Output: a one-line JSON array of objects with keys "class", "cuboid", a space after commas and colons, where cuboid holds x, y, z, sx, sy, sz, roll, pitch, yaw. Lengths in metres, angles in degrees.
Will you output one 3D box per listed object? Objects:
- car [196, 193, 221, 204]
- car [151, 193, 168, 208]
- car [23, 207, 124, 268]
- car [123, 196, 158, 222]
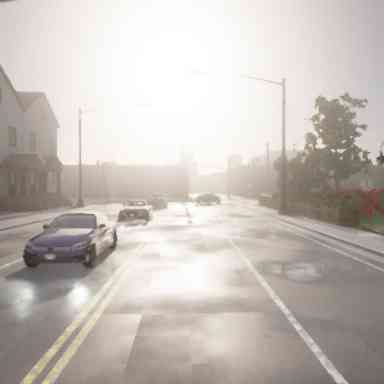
[{"class": "car", "cuboid": [2.339, 0.872, 46.031, 1.837, 1.490, 4.892, -2, 0, 29]}, {"class": "car", "cuboid": [-3.853, 0.874, 37.332, 2.097, 1.767, 4.553, 0, 1, -1]}, {"class": "car", "cuboid": [-3.689, 1.380, 10.928, 1.812, 1.442, 4.674, 0, 1, 0]}, {"class": "car", "cuboid": [-3.796, 1.251, 23.117, 1.994, 1.385, 4.181, 0, 1, 0]}]
